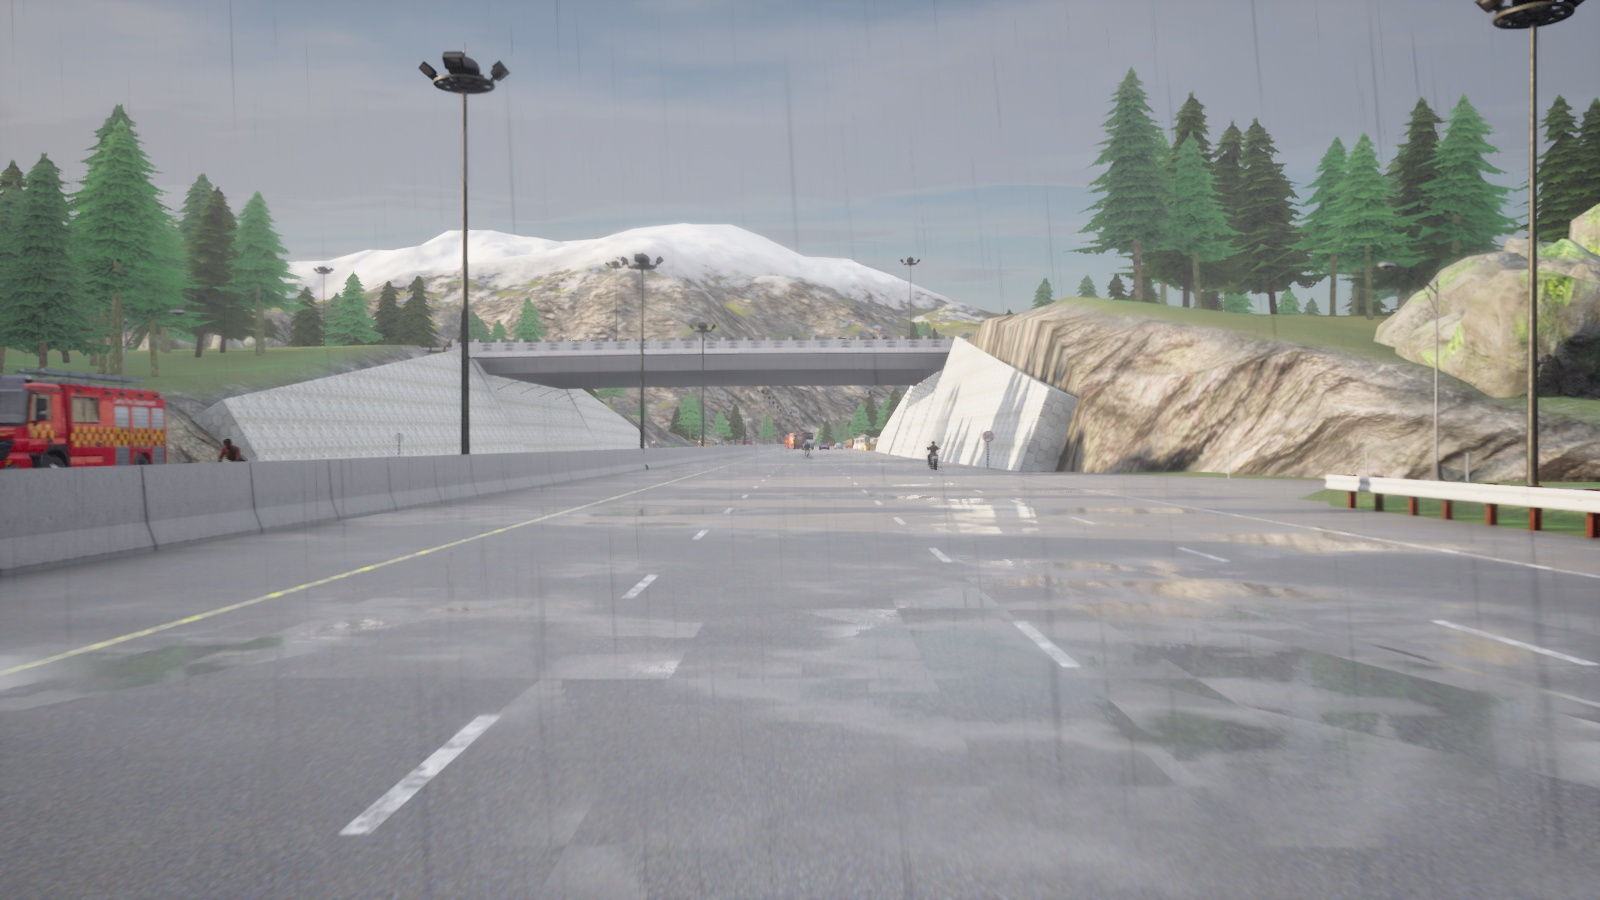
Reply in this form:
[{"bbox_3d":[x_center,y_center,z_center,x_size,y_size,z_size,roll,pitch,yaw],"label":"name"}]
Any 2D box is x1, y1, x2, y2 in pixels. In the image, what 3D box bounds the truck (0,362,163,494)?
[{"bbox_3d":[-24.253,-0.667,40.701,2.891,3.827,8.468,0,0,0],"label":"truck"}]
